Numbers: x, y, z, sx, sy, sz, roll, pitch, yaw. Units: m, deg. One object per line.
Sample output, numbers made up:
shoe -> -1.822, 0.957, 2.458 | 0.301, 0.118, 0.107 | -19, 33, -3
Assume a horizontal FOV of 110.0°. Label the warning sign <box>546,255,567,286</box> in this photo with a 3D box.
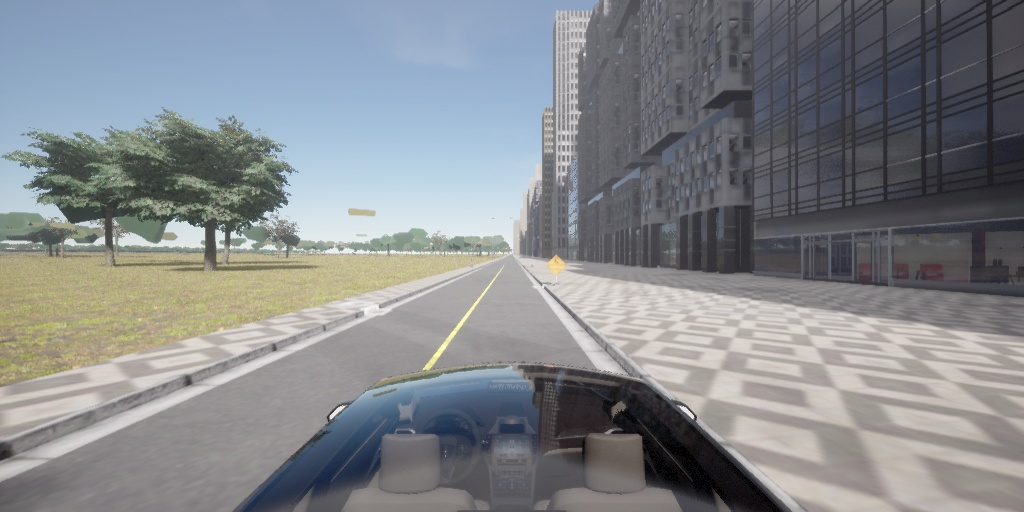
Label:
warning sign -> 2.717, 0.851, 21.870 | 1.300, 1.860, 1.060 | 0, 0, 0
